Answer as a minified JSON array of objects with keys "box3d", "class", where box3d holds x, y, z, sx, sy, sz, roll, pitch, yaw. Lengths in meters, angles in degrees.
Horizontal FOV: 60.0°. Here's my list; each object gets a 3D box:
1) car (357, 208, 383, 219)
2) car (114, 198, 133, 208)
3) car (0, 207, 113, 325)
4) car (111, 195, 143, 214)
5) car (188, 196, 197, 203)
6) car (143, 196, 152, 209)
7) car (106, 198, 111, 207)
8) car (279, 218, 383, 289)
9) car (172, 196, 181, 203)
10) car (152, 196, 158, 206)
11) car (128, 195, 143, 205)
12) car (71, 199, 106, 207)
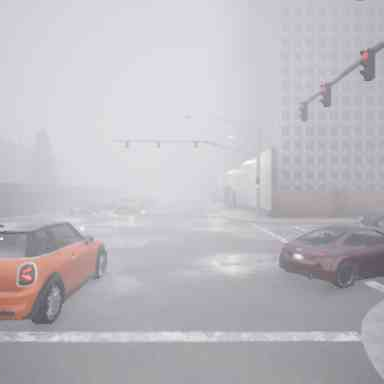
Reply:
[{"box3d":[13.096,1.577,21.163,4.902,1.511,2.128,0,0,0],"class":"car"},{"box3d":[-10.551,1.675,51.663,1.895,1.301,4.718,0,0,0],"class":"car"},{"box3d":[-3.402,1.392,7.345,2.097,1.767,4.553,0,0,0],"class":"car"},{"box3d":[-7.082,1.405,36.818,2.097,1.767,4.553,0,0,0],"class":"car"},{"box3d":[0.008,1.658,74.310,1.994,1.385,4.181,0,0,0],"class":"car"},{"box3d":[-7.077,1.570,45.760,1.837,1.490,4.892,0,0,0],"class":"car"},{"box3d":[-10.585,1.539,42.363,1.882,1.535,5.008,0,0,0],"class":"car"},{"box3d":[4.529,1.624,9.290,4.181,1.385,1.994,0,-1,-25],"class":"car"},{"box3d":[-3.492,1.584,74.360,1.882,1.535,5.008,0,0,0],"class":"car"},{"box3d":[-7.018,1.432,55.838,2.097,1.767,4.553,0,0,1],"class":"car"},{"box3d":[-10.493,1.441,61.994,2.097,1.767,4.553,0,0,0],"class":"car"},{"box3d":[-10.599,1.540,33.215,2.128,1.511,4.902,0,0,1],"class":"car"}]
